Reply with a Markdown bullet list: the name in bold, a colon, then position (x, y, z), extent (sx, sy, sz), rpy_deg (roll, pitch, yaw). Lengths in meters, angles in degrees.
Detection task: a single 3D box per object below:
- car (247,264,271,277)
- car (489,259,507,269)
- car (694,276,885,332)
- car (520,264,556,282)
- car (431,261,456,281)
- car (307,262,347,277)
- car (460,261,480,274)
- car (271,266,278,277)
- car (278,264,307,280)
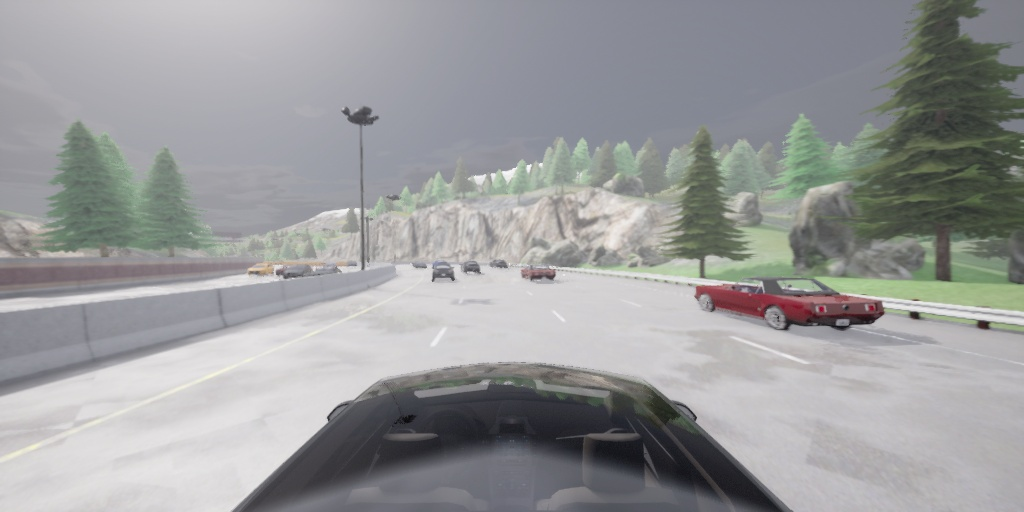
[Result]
- **car**: position (-31.678, 1.762, 45.411), extent (1.882, 1.535, 5.008), rpy_deg (-1, 0, -18)
- **car**: position (-2.297, 1.306, 57.661), extent (1.837, 1.490, 4.892), rpy_deg (1, -1, -21)
- **car**: position (7.391, 1.230, 10.389), extent (1.895, 1.301, 4.718), rpy_deg (-1, 0, -4)
- **car**: position (1.982, 1.324, 28.817), extent (1.895, 1.301, 4.718), rpy_deg (-1, 0, -11)
- **car**: position (-6.074, 1.383, 31.543), extent (1.812, 1.442, 4.674), rpy_deg (-1, 0, -12)
- **car**: position (-17.735, 1.615, 34.553), extent (1.994, 1.385, 4.181), rpy_deg (-1, 0, -13)
- **car**: position (-5.007, 1.345, 42.624), extent (1.837, 1.490, 4.892), rpy_deg (0, -1, -16)
- **car**: position (-27.680, 1.819, 44.512), extent (1.895, 1.301, 4.718), rpy_deg (-1, 0, -17)
- **car**: position (-21.920, 1.626, 37.039), extent (1.837, 1.490, 4.892), rpy_deg (-1, 0, -14)
